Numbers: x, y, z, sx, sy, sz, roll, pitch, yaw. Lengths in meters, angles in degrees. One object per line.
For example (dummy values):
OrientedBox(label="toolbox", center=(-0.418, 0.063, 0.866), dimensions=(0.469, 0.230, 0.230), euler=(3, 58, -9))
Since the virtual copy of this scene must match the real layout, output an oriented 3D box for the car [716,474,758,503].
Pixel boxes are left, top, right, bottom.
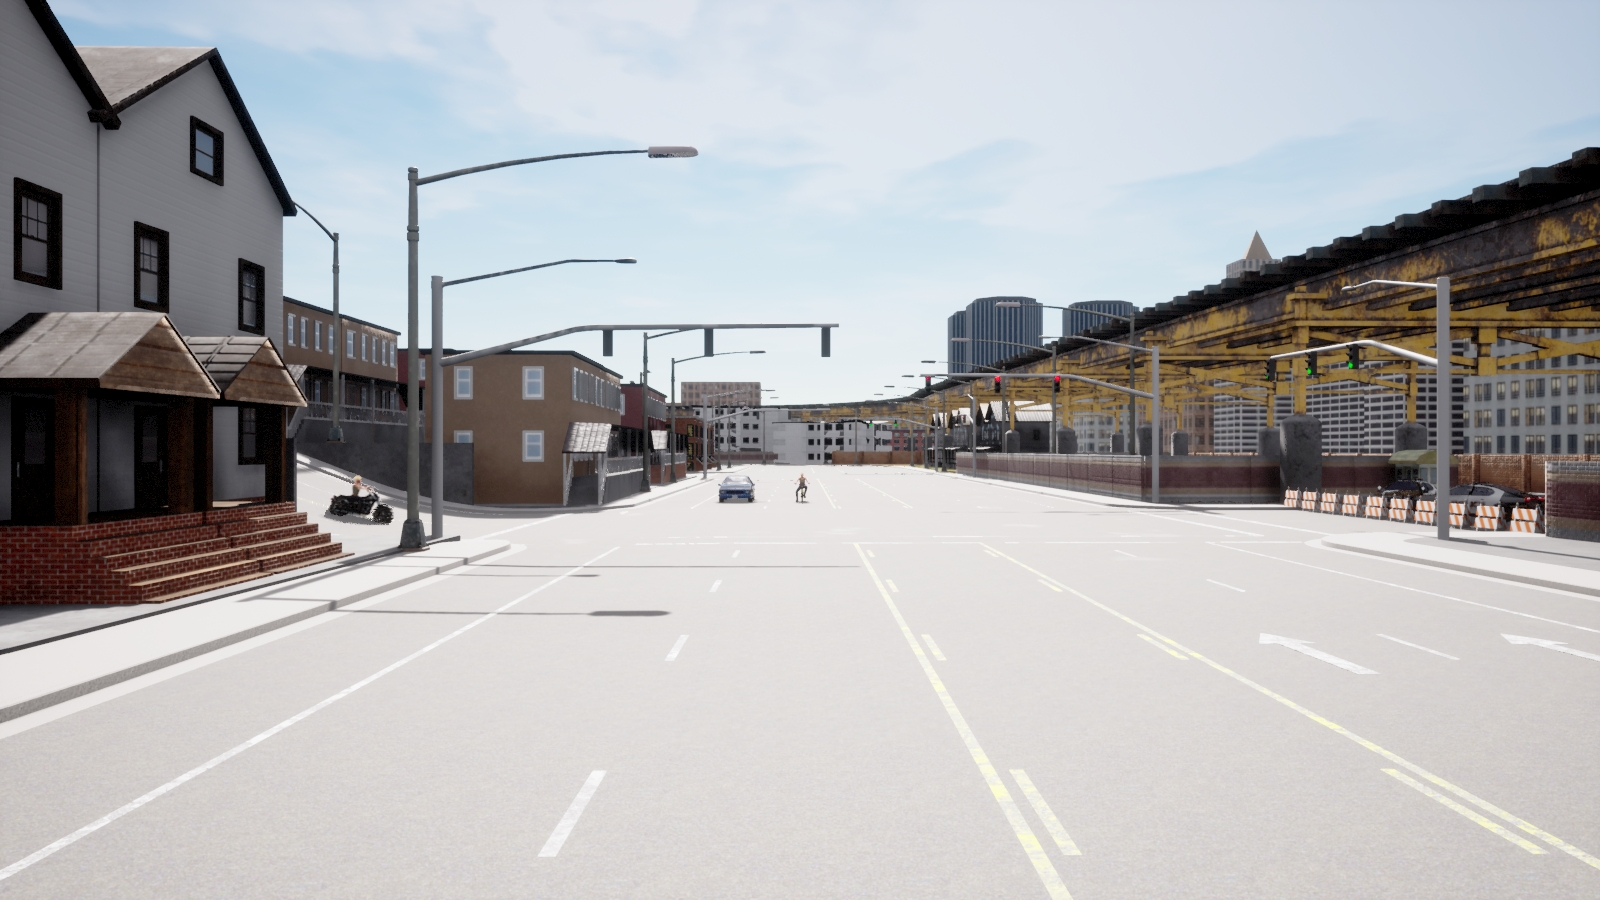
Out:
OrientedBox(label="car", center=(-3.449, 2.106, 63.014), dimensions=(2.033, 1.411, 5.357), euler=(0, 0, 0))
